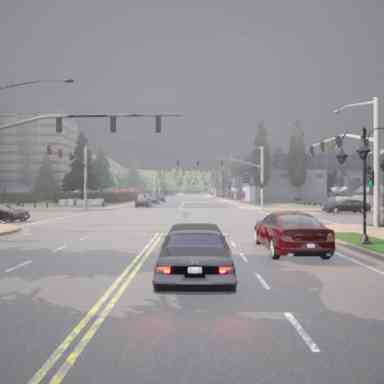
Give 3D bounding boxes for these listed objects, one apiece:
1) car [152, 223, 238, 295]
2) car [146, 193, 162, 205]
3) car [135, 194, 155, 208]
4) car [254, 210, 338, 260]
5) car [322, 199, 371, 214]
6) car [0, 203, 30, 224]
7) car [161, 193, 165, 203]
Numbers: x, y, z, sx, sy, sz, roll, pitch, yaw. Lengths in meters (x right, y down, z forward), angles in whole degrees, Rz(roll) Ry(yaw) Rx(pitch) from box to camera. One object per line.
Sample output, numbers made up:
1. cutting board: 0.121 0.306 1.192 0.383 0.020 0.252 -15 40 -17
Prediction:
1. car: 0.078 1.545 8.887 2.033 1.411 5.357 0 0 1
2. car: -6.937 1.463 59.020 1.882 1.535 5.008 0 0 1
3. car: -6.981 1.466 48.096 1.882 1.535 5.008 0 0 0
4. car: 3.605 1.475 12.507 1.882 1.535 5.008 0 0 0
5. car: 16.256 1.496 35.146 4.892 1.490 1.837 0 0 -1
6. car: -14.387 1.520 24.499 4.674 1.442 1.812 0 0 6
7. car: -6.857 1.208 70.547 2.150 2.045 5.566 0 0 0
